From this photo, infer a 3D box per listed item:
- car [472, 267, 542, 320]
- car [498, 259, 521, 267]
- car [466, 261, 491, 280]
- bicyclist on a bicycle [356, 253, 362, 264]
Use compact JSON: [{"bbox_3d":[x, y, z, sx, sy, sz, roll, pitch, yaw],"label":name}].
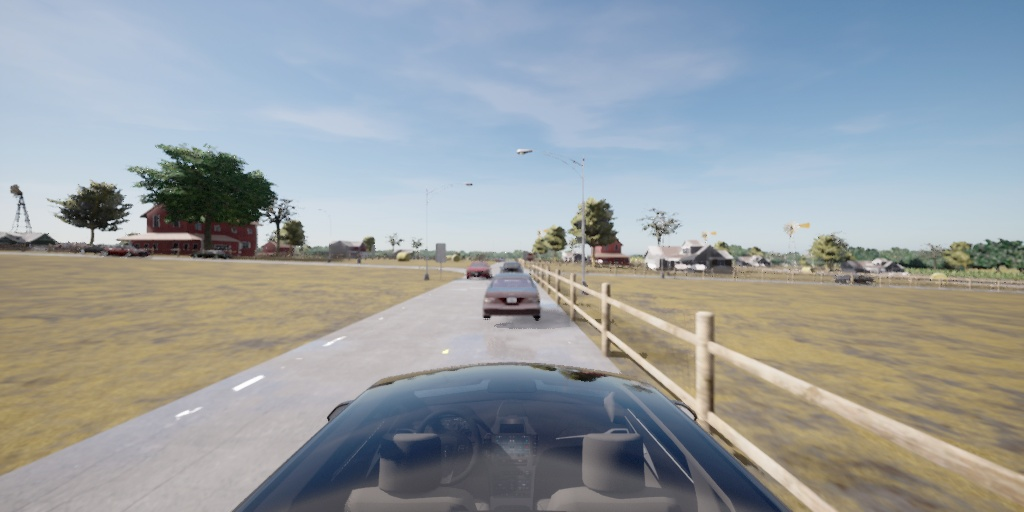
[{"bbox_3d":[0.010,1.285,12.549,2.033,1.411,5.357,0,0,0],"label":"car"},{"bbox_3d":[0.000,1.247,29.222,1.837,1.490,4.892,0,0,1],"label":"car"},{"bbox_3d":[-2.840,1.222,31.357,1.882,1.535,5.008,0,0,0],"label":"car"},{"bbox_3d":[-22.681,0.428,53.189,0.582,1.620,1.656,2,0,0],"label":"bicyclist on a bicycle"}]
